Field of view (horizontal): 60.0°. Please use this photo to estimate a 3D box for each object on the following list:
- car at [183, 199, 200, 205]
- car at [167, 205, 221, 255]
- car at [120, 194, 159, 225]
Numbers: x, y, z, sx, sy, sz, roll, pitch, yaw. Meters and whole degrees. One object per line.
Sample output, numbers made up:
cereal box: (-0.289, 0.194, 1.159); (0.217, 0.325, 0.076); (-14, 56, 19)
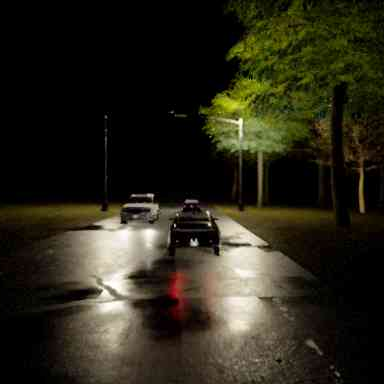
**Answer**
car: (-0.058, 1.420, 35.059); (2.033, 1.411, 5.357); (0, 1, 0)
car: (0.068, 1.468, 13.260); (2.128, 1.511, 4.902); (0, 0, 0)
car: (-3.577, 1.171, 23.732); (2.150, 2.045, 5.566); (0, 0, 0)
